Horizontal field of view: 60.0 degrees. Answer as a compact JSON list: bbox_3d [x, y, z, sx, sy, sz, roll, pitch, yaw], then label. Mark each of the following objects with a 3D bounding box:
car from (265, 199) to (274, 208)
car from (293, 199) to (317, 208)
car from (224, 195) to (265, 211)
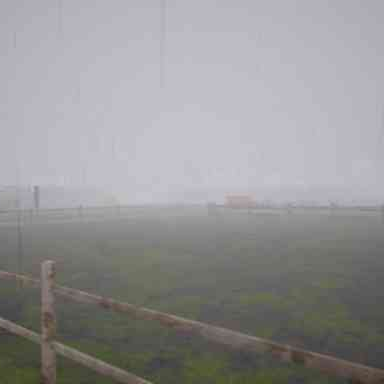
[{"bbox_3d":[10.576,1.749,51.062,4.892,1.490,1.837,1,-1,-37],"label":"car"},{"bbox_3d":[18.204,1.784,53.324,4.181,1.385,1.994,0,0,-36],"label":"car"},{"bbox_3d":[6.774,1.470,44.537,5.566,2.045,2.150,-1,0,-39],"label":"car"}]
